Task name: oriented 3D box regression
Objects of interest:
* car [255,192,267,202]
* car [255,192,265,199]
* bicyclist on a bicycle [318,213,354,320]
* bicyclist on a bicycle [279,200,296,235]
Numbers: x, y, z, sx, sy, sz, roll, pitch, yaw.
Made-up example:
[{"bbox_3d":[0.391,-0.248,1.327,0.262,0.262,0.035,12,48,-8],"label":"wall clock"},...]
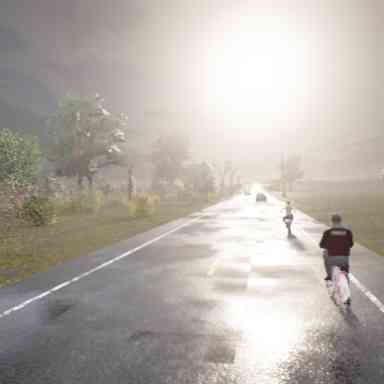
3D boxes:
[{"bbox_3d":[11.589,0.936,55.807,1.994,1.385,4.181,-2,0,11],"label":"car"},{"bbox_3d":[14.737,0.733,72.328,2.033,1.411,5.357,-2,0,11],"label":"car"},{"bbox_3d":[2.646,1.254,6.156,0.659,1.776,1.843,-2,0,12],"label":"bicyclist on a bicycle"},{"bbox_3d":[4.691,1.210,16.176,0.866,1.612,1.509,-2,0,11],"label":"bicyclist on a bicycle"}]
